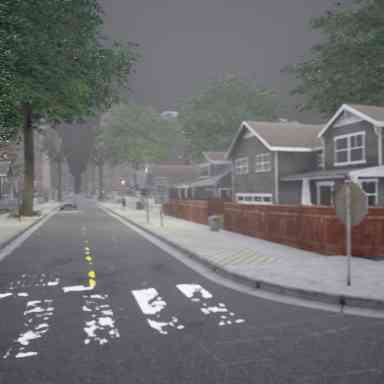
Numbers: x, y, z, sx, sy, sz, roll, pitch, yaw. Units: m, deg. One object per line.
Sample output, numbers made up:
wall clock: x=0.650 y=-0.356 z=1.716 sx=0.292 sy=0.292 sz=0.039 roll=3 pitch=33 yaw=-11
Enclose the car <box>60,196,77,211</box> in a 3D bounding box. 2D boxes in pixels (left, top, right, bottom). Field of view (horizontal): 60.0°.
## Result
car: x=-15.628 y=1.547 z=42.186 sx=1.994 sy=1.385 sz=4.181 roll=-1 pitch=0 yaw=-19
